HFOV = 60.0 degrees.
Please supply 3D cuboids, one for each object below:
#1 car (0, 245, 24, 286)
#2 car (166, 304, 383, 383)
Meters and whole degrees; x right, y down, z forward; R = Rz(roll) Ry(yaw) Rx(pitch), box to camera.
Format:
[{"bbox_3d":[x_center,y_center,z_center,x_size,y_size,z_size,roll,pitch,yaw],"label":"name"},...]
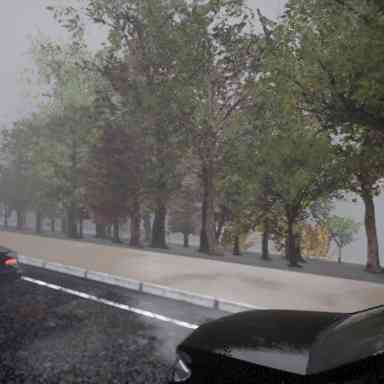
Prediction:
[{"bbox_3d":[-6.262,1.570,8.208,5.357,1.411,2.033,0,0,36],"label":"car"},{"bbox_3d":[1.932,1.525,2.302,4.674,1.442,1.812,0,0,36],"label":"car"}]
